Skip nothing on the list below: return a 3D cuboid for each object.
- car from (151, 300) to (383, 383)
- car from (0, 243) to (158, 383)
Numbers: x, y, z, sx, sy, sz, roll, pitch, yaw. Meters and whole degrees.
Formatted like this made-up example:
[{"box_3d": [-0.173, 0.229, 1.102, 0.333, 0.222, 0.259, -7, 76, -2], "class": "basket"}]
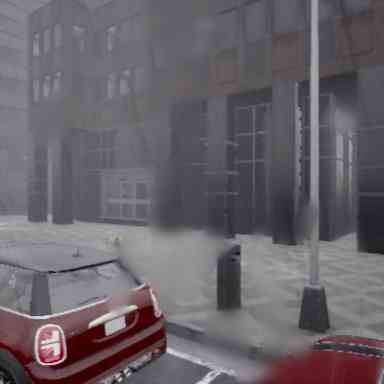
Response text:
[{"box_3d": [2.024, 1.437, 1.521, 4.097, 1.590, 1.967, 0, 0, 35], "class": "car"}, {"box_3d": [-2.398, 1.445, 4.663, 4.097, 1.590, 1.967, 0, 0, 35], "class": "car"}]
